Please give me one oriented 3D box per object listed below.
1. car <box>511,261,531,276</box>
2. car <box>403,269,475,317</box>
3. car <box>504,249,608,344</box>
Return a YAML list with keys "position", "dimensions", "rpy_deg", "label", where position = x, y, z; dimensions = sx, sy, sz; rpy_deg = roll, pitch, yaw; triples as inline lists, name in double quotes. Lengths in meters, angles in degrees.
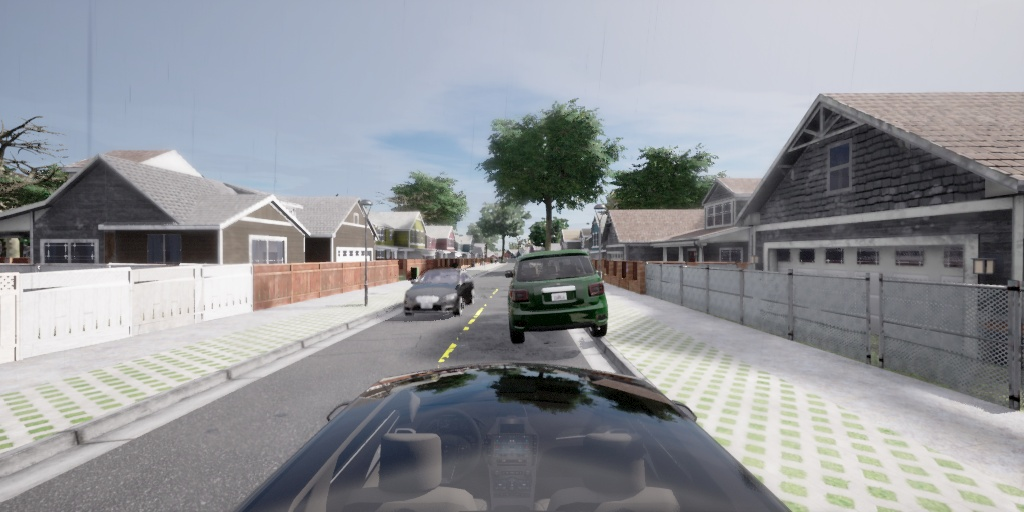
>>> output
- position: [1.102, 1.322, 39.611]
  dimensions: [2.033, 1.411, 5.357]
  rpy_deg: [0, 0, 3]
  label: "car"
- position: [-2.513, 1.240, 13.299]
  dimensions: [2.128, 1.511, 4.902]
  rpy_deg: [0, 0, 2]
  label: "car"
- position: [1.012, 0.897, 9.750]
  dimensions: [2.150, 2.045, 5.566]
  rpy_deg: [-5, 0, 2]
  label: "car"
